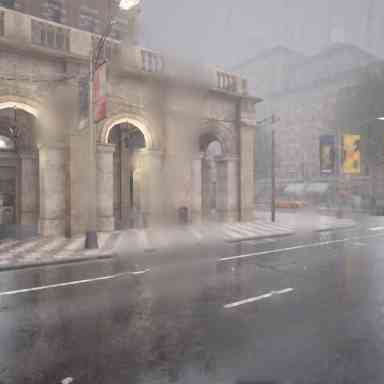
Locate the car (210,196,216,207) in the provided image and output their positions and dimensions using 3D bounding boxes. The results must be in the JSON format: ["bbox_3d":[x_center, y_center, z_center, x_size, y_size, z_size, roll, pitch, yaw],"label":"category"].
[{"bbox_3d":[1.428,1.595,46.360,1.895,1.301,4.718,0,0,-36],"label":"car"}]

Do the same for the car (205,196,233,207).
[{"bbox_3d":[4.270,1.501,53.780,1.837,1.490,4.892,0,1,-36],"label":"car"}]

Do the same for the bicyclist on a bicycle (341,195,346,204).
[{"bbox_3d":[26.016,1.300,56.959,1.656,1.620,0.582,0,0,-36],"label":"bicyclist on a bicycle"}]

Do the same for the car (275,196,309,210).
[{"bbox_3d":[12.552,1.351,42.335,2.097,1.767,4.553,0,0,-36],"label":"car"}]

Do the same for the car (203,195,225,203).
[{"bbox_3d":[4.709,1.518,72.949,2.128,1.511,4.902,0,0,-36],"label":"car"}]
